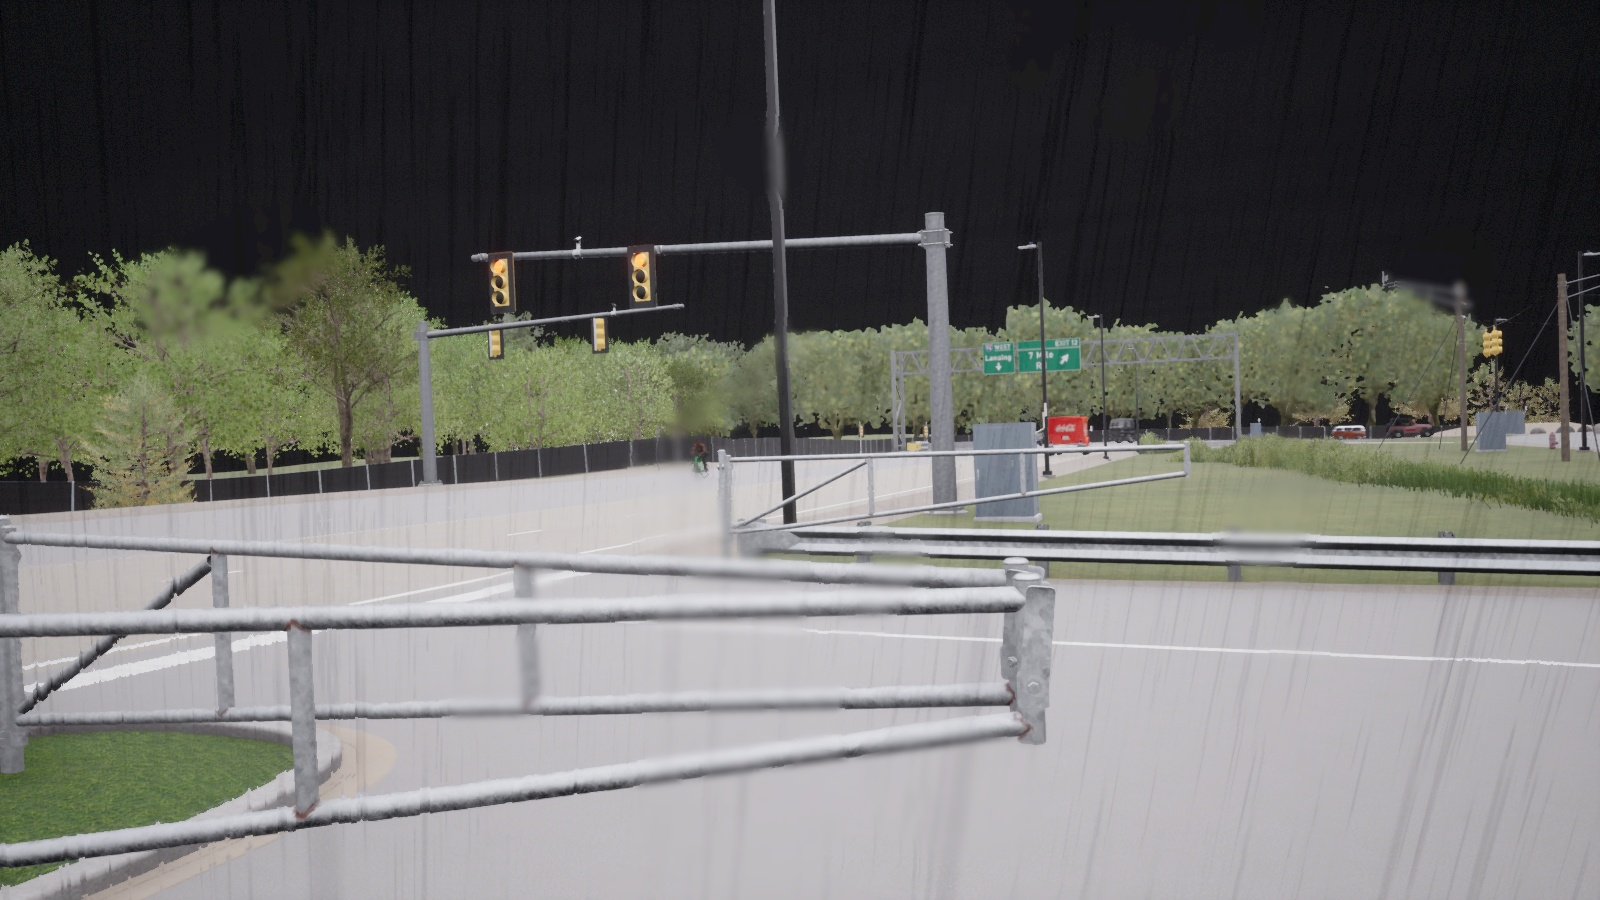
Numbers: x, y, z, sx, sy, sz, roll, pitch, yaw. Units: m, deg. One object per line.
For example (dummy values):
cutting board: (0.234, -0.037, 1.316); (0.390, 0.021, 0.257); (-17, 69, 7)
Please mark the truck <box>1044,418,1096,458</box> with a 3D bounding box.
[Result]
truck: (17.464, -0.776, 81.030); (2.627, 2.467, 5.204); (-1, 0, 18)
